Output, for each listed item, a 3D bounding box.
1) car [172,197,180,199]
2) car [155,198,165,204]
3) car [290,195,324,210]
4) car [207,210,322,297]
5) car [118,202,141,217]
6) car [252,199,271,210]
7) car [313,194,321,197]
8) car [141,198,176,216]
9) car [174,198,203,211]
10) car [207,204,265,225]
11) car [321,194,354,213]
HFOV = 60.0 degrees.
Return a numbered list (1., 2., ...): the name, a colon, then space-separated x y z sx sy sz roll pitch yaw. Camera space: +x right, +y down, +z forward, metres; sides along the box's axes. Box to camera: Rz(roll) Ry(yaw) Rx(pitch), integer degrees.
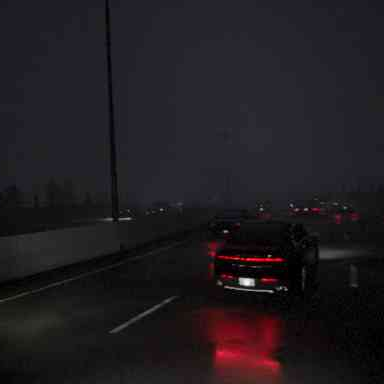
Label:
1. car: -3.875 1.821 76.419 1.812 1.442 4.674 -2 0 -10
2. car: -7.558 2.094 77.228 1.895 1.301 4.718 -2 0 -10
3. car: 8.810 1.278 26.159 2.033 1.411 5.357 -2 0 16
4. car: 2.109 1.448 8.586 1.837 1.490 4.892 -2 0 26
5. car: -6.901 1.904 36.501 1.837 1.490 4.892 -2 0 11
6. car: 7.365 1.420 35.478 1.895 1.301 4.718 -2 0 11
7. car: 15.322 1.022 40.925 1.837 1.490 4.892 -2 0 6
8. car: -3.457 1.763 35.909 1.837 1.490 4.892 -2 0 11
9. car: 0.021 1.663 35.221 2.033 1.411 5.357 -2 0 11
10. car: 2.401 1.563 17.906 1.895 1.301 4.718 -2 0 21
11. car: 13.441 1.083 30.477 1.812 1.442 4.674 -2 0 12
